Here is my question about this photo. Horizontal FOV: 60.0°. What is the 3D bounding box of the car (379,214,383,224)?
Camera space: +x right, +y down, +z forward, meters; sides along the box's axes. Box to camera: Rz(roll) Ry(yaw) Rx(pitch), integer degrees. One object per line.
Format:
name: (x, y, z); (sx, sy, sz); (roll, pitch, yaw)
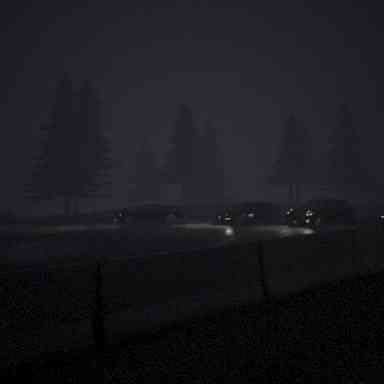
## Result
car: (13.778, 1.395, 20.046); (5.357, 1.411, 2.033); (0, 0, -26)

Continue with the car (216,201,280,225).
car: (3.906, 1.379, 22.670); (4.892, 1.490, 1.837); (0, 0, -29)

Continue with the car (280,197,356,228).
car: (8.161, 1.217, 21.011); (4.553, 1.767, 2.097); (0, 0, -28)

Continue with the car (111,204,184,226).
car: (-3.046, 1.502, 22.685); (4.718, 1.301, 1.895); (0, 0, -31)
